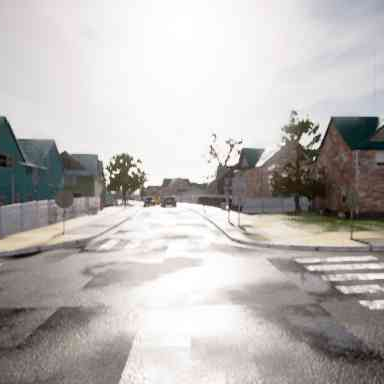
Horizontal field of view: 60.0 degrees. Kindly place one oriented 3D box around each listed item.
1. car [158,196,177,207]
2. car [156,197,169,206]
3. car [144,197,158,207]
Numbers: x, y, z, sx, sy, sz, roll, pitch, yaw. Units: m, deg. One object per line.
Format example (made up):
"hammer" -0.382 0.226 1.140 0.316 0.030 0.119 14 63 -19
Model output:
"car" -3.695 1.472 52.440 2.097 1.767 4.553 0 0 -10
"car" -5.620 1.685 62.378 1.882 1.535 5.008 0 -1 -12
"car" -7.156 1.655 56.123 1.837 1.490 4.892 0 0 -10
